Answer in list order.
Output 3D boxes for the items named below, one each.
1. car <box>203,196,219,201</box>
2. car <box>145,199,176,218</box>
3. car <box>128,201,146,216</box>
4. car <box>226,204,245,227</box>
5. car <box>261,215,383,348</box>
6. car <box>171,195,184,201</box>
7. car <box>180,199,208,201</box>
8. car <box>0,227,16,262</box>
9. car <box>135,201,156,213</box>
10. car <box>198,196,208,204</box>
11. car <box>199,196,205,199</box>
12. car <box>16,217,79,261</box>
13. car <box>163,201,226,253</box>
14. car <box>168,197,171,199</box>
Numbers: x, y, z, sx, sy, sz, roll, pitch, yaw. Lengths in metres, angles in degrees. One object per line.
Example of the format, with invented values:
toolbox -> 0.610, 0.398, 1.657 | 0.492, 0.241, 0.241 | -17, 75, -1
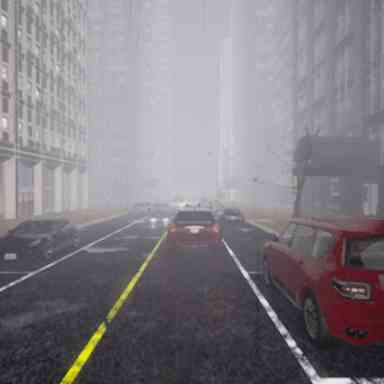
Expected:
car -> 2.689, 1.706, 40.882 | 1.967, 1.590, 4.097 | -1, 0, 0
car -> -3.086, 1.767, 33.680 | 2.033, 1.411, 5.357 | 0, 0, 0
car -> -5.657, 1.812, 35.271 | 1.802, 1.307, 4.206 | -1, 0, 0
car -> 2.686, 1.723, 23.859 | 1.947, 1.339, 4.313 | -1, 0, 0
car -> 2.714, 1.359, 6.352 | 2.192, 1.841, 5.009 | -1, 0, 0
car -> -2.975, 1.610, 75.504 | 2.150, 2.045, 5.566 | 0, 0, 0
car -> 0.107, 1.690, 30.330 | 2.128, 1.511, 4.902 | 0, 0, 0
car -> -5.838, 1.613, 6.903 | 1.947, 1.339, 4.313 | -1, 0, 0
car -> -5.656, 1.832, 40.945 | 1.947, 1.339, 4.313 | -1, 0, 0
car -> 2.701, 1.804, 80.604 | 2.192, 1.841, 5.009 | -1, 0, 0
car -> 2.377, 1.919, 67.036 | 1.837, 1.490, 4.892 | 0, 0, 0
car -> -5.666, 1.650, 12.577 | 1.947, 1.339, 4.313 | -1, 0, 0
car -> 0.099, 1.447, 14.228 | 2.097, 1.767, 4.553 | 0, 0, 0
car -> -5.675, 2.040, 80.663 | 2.008, 1.369, 4.403 | -1, 0, 0
